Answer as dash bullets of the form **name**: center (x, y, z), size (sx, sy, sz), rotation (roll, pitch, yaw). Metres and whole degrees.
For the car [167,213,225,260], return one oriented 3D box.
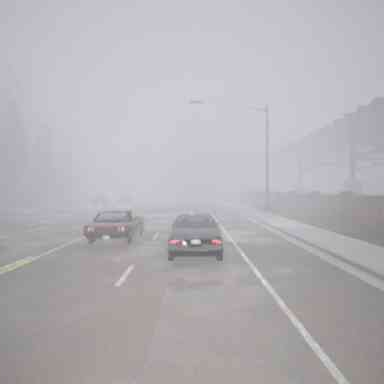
- **car**: center (0.109, 1.460, 12.065), size (2.033, 1.411, 5.357), rotation (0, 0, 0)

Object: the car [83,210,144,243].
- **car**: center (-3.391, 1.490, 15.396), size (1.895, 1.301, 4.718), rotation (0, 0, 0)

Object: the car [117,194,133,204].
- **car**: center (-10.588, 1.124, 53.044), size (1.837, 1.490, 4.892), rotation (0, 0, 0)

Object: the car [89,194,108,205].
- **car**: center (-14.058, 1.147, 50.092), size (1.837, 1.490, 4.892), rotation (0, 0, 0)
